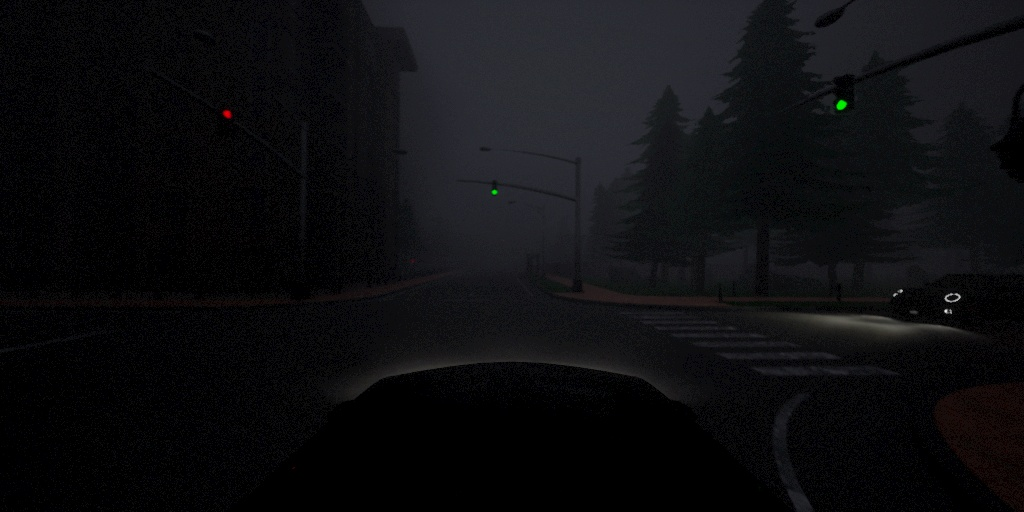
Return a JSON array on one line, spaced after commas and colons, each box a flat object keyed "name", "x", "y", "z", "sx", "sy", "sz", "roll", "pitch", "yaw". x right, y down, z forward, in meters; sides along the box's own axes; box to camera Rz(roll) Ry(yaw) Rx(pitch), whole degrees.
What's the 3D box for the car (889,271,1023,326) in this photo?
[{"name": "car", "x": 16.092, "y": 1.382, "z": 12.490, "sx": 4.553, "sy": 1.767, "sz": 2.097, "roll": 1, "pitch": -1, "yaw": -3}]
